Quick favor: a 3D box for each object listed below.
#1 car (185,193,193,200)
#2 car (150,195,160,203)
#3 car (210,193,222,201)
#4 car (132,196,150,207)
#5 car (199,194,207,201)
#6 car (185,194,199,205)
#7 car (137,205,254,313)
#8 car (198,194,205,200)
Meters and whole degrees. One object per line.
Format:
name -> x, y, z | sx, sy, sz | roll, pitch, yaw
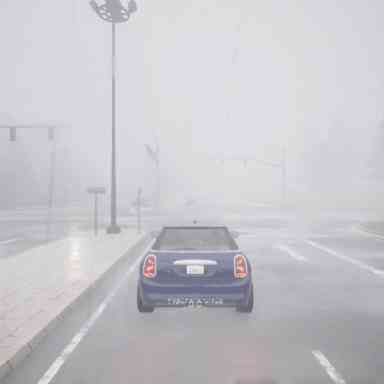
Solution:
car -> -0.806, 1.189, 95.518 | 2.150, 2.045, 5.566 | 0, 0, -1
car -> -8.388, 1.547, 69.105 | 2.033, 1.411, 5.357 | 0, 0, -1
car -> 6.362, 1.214, 84.949 | 2.150, 2.045, 5.566 | 0, 0, -1
car -> -8.218, 1.504, 52.025 | 1.837, 1.490, 4.892 | 0, 0, -1
car -> 2.858, 1.513, 85.220 | 1.812, 1.442, 4.674 | 0, 0, -1
car -> -0.157, 1.525, 54.658 | 1.812, 1.442, 4.674 | 0, 0, -1
car -> 0.071, 1.352, 7.839 | 2.097, 1.767, 4.553 | 0, 0, 0
car -> 2.694, 1.442, 95.544 | 1.882, 1.535, 5.008 | 0, 0, -1
